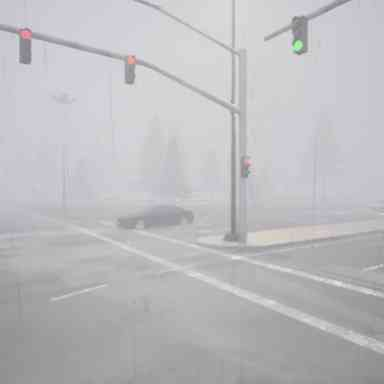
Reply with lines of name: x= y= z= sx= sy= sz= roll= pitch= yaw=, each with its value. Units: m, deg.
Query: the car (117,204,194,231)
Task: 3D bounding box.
car: x=-2.187 y=1.527 z=20.722 sx=5.008 sy=1.535 sz=1.882 roll=-1 pitch=1 yaw=-35

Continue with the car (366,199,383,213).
car: x=21.690 y=1.579 z=37.798 sx=4.674 sy=1.442 sz=1.812 roll=-1 pitch=1 yaw=-35
